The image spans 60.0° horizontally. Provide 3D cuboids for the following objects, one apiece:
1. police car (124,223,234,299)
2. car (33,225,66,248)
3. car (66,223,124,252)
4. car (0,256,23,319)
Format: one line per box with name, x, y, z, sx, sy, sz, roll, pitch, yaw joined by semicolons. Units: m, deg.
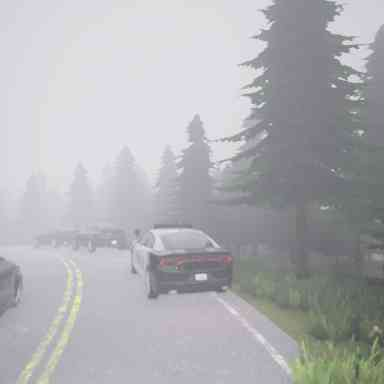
police car;-0.581;1.686;9.369;1.930;1.638;5.238;1;-3;-17
car;-9.610;3.150;23.781;5.008;1.535;1.882;-8;-7;43
car;-5.364;2.542;18.903;1.837;1.490;4.892;1;-6;-35
car;-4.248;1.664;5.461;1.994;1.385;4.181;0;-2;-14
